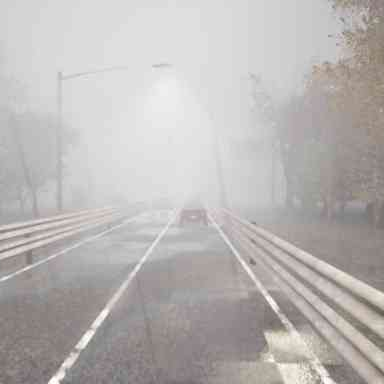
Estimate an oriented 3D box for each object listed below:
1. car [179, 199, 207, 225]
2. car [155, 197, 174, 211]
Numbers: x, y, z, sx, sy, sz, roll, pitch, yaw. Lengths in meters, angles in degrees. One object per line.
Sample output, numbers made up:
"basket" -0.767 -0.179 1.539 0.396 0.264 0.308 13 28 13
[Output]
"car" 0.103 1.495 24.345 1.882 1.535 5.008 0 0 0
"car" -3.344 1.382 41.500 2.097 1.767 4.553 0 0 0
